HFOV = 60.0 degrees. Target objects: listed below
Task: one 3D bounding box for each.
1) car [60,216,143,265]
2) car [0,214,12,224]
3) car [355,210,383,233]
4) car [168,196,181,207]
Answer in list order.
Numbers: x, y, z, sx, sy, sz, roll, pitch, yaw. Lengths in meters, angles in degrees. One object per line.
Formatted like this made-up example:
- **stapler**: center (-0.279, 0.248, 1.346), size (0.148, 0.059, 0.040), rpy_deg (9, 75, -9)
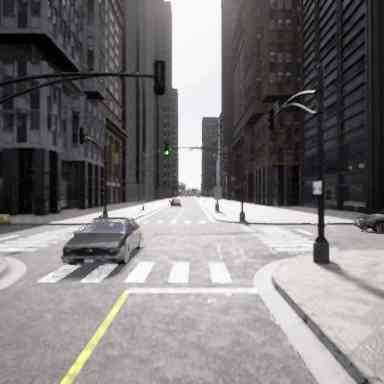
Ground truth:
- **car**: center (-2.980, 1.629, 12.265), size (2.033, 1.411, 5.357), rpy_deg (0, 0, 0)
- **car**: center (-14.981, 1.723, 22.665), size (4.829, 1.417, 1.752), rpy_deg (0, 0, 0)
- **car**: center (12.239, 1.627, 19.796), size (4.674, 1.442, 1.812), rpy_deg (-1, -1, 0)
- **car**: center (-2.904, 1.894, 59.456), size (1.882, 1.535, 5.008), rpy_deg (0, 0, 0)
